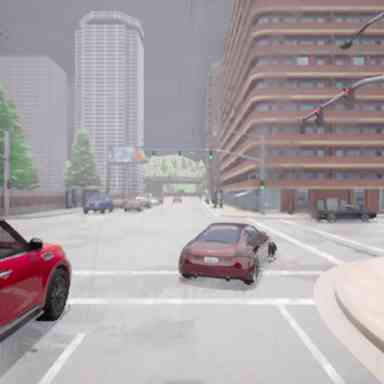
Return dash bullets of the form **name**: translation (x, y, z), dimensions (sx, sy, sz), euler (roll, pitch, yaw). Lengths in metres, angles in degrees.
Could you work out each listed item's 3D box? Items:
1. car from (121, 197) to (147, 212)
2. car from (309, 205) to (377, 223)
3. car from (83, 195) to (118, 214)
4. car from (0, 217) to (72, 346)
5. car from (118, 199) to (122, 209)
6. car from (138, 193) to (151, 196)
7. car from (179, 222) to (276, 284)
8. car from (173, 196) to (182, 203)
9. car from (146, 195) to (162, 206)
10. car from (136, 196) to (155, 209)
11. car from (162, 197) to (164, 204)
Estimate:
- **car**: translation (-7.077, 1.680, 40.874), dimensions (1.812, 1.442, 4.674), euler (0, 0, -1)
- **car**: translation (11.426, 1.641, 25.293), dimensions (4.718, 1.301, 1.895), euler (0, 0, -12)
- **car**: translation (-10.571, 1.365, 38.022), dimensions (2.150, 2.045, 5.566), euler (0, 0, 2)
- **car**: translation (-3.405, 1.237, 4.113), dimensions (2.150, 2.045, 5.566), euler (0, 0, 0)
- **car**: translation (-10.584, 1.706, 47.775), dimensions (1.812, 1.442, 4.674), euler (0, 0, 0)
- **car**: translation (-10.492, 1.485, 68.737), dimensions (2.150, 2.045, 5.566), euler (0, 0, 0)
- **car**: translation (1.197, 1.594, 9.894), dimensions (1.994, 1.385, 4.181), euler (0, 0, 21)
- **car**: translation (-3.490, 1.658, 80.290), dimensions (2.097, 1.767, 4.553), euler (0, 0, 0)
- **car**: translation (-7.026, 1.752, 59.994), dimensions (1.812, 1.442, 4.674), euler (0, 0, 0)
- **car**: translation (-7.082, 1.714, 49.731), dimensions (1.812, 1.442, 4.674), euler (0, 0, 0)
- **car**: translation (-6.992, 1.765, 70.432), dimensions (1.837, 1.490, 4.892), euler (0, 0, 0)
